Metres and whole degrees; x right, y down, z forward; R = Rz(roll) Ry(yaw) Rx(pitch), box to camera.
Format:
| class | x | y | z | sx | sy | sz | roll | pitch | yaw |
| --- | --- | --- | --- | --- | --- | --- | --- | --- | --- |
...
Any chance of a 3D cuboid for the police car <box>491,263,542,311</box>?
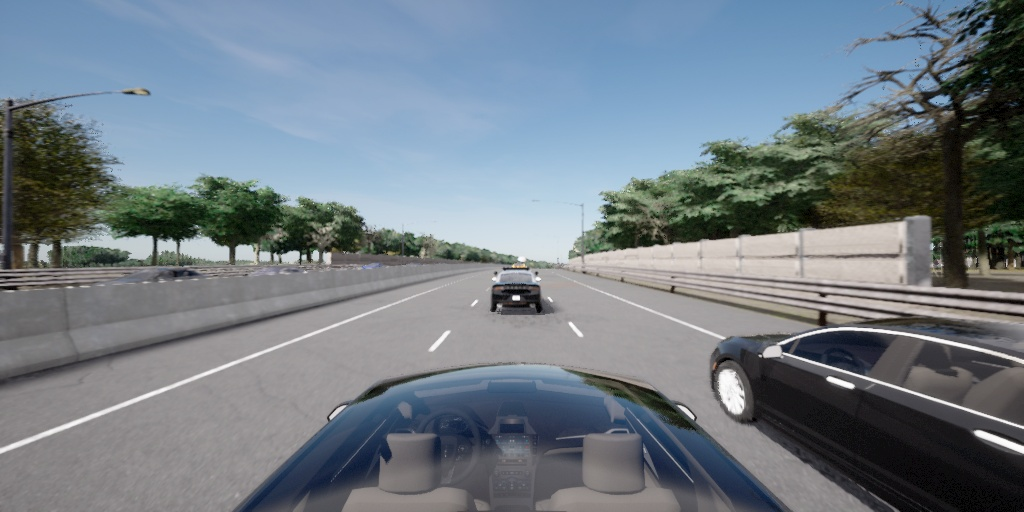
| class | x | y | z | sx | sy | sz | roll | pitch | yaw |
| --- | --- | --- | --- | --- | --- | --- | --- | --- | --- |
| police car | 0.175 | 1.271 | 15.043 | 1.930 | 1.638 | 5.238 | 0 | 0 | 1 |

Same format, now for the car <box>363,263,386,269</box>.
| class | x | y | z | sx | sy | sz | roll | pitch | yaw |
| --- | --- | --- | --- | --- | --- | --- | --- | --- | --- |
| car | -19.985 | 1.784 | 52.253 | 1.882 | 1.535 | 5.008 | 0 | -1 | 3 |

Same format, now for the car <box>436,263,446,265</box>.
| class | x | y | z | sx | sy | sz | roll | pitch | yaw |
| --- | --- | --- | --- | --- | --- | --- | --- | --- | --- |
| car | -12.454 | 2.014 | 62.886 | 1.837 | 1.490 | 4.892 | 0 | -1 | 3 |

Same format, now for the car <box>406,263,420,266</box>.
| class | x | y | z | sx | sy | sz | roll | pitch | yaw |
| --- | --- | --- | --- | --- | --- | --- | --- | --- | --- |
| car | -16.171 | 1.905 | 58.756 | 1.882 | 1.535 | 5.008 | 0 | -1 | 3 |

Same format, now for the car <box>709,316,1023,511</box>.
| class | x | y | z | sx | sy | sz | roll | pitch | yaw |
| --- | --- | --- | --- | --- | --- | --- | --- | --- | --- |
| car | 3.602 | 1.267 | 2.939 | 1.837 | 1.490 | 4.892 | 0 | 0 | 0 |

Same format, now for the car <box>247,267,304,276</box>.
| class | x | y | z | sx | sy | sz | roll | pitch | yaw |
| --- | --- | --- | --- | --- | --- | --- | --- | --- | --- |
| car | -13.930 | 1.384 | 21.094 | 2.128 | 1.511 | 4.902 | 0 | -1 | 1 |

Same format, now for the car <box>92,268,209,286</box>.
| class | x | y | z | sx | sy | sz | roll | pitch | yaw |
| --- | --- | --- | --- | --- | --- | --- | --- | --- | --- |
| car | -17.484 | 1.359 | 17.613 | 1.837 | 1.490 | 4.892 | 0 | -1 | 1 |
